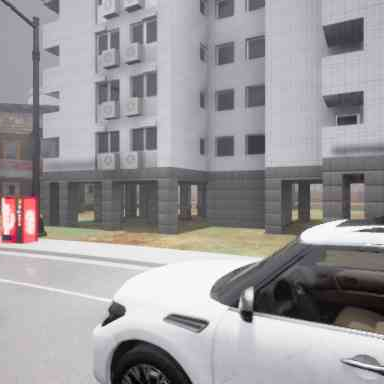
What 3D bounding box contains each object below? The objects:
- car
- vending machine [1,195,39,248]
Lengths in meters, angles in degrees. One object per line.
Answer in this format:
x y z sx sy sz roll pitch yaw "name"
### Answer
1.674 1.223 2.760 5.566 2.045 2.150 0 0 33 "car"
-7.198 1.195 13.927 0.880 2.100 1.100 0 0 21 "vending machine"
